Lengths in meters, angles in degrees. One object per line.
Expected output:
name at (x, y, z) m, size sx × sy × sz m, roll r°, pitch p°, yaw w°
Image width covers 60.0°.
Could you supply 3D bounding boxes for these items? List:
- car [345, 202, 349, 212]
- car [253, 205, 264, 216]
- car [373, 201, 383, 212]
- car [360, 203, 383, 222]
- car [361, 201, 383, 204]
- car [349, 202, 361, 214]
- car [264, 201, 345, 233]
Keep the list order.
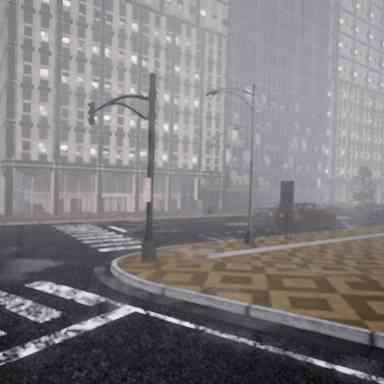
car at (13.054, 1.790, 32.708) m, size 4.181 × 1.385 × 1.994 m, roll 1°, pitch 1°, yaw -35°
car at (7.809, 1.655, 32.088) m, size 4.403 × 1.369 × 2.008 m, roll 1°, pitch 1°, yaw -35°
car at (26.479, 1.908, 44.957) m, size 4.206 × 1.307 × 1.802 m, roll 1°, pitch 1°, yaw -35°
car at (16.945, 1.950, 28.818) m, size 4.507 × 1.381 × 1.887 m, roll 1°, pitch 1°, yaw -35°
car at (21.812, 1.836, 41.740) m, size 4.313 × 1.339 × 1.947 m, roll 1°, pitch 1°, yaw -35°
car at (17.005, 1.739, 38.425) m, size 4.829 × 1.417 × 1.752 m, roll 1°, pitch 1°, yaw -35°
car at (7.617, 1.610, 22.380) m, size 5.009 × 1.841 × 2.192 m, roll 1°, pitch 1°, yaw -35°
